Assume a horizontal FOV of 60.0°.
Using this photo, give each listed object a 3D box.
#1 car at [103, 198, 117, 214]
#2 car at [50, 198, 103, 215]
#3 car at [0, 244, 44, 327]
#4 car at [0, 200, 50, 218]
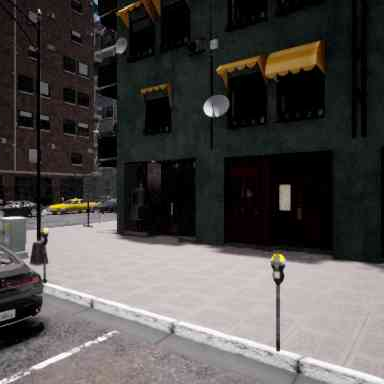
[{"bbox_3d":[-6.910,1.227,31.684,2.033,1.411,5.357,0,1,35],"label":"car"},{"bbox_3d":[-10.874,1.249,30.522,1.752,1.417,4.829,1,1,35],"label":"car"},{"bbox_3d":[-4.458,1.551,6.072,4.403,1.369,2.008,0,0,36],"label":"car"},{"bbox_3d":[-13.974,1.350,26.105,2.008,1.369,4.403,1,1,35],"label":"car"}]
